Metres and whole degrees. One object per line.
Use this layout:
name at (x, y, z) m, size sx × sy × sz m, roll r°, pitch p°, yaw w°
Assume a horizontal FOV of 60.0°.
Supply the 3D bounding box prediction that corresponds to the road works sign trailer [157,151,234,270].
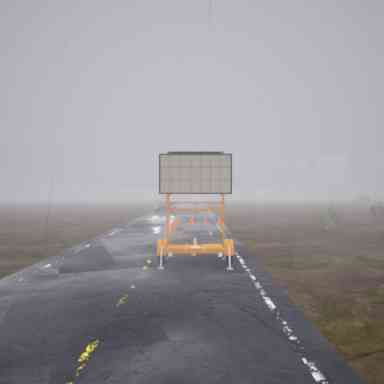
road works sign trailer at (0.115, 0.464, 11.066) m, size 2.380 × 3.560 × 2.880 m, roll 0°, pitch 0°, yaw 1°

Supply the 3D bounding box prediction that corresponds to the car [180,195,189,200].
car at (-2.026, 1.511, 90.944) m, size 1.837 × 1.490 × 4.892 m, roll 0°, pitch 0°, yaw 1°

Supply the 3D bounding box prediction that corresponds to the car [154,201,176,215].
car at (-2.737, 1.601, 34.117) m, size 1.895 × 1.301 × 4.718 m, roll 0°, pitch 0°, yaw 1°
